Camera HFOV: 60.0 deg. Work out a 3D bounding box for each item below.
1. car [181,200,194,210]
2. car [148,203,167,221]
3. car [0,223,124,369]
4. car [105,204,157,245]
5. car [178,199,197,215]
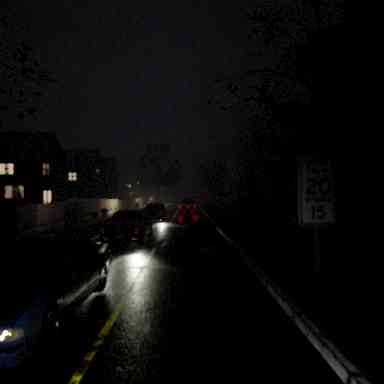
[{"bbox_3d":[-0.628,1.909,48.522,1.895,1.301,4.718,0,0,0],"label":"car"},{"bbox_3d":[-3.214,1.677,29.100,1.882,1.535,5.008,0,0,-1],"label":"car"},{"bbox_3d":[-2.923,1.604,6.424,2.033,1.411,5.357,0,0,-1],"label":"car"},{"bbox_3d":[-3.051,1.596,16.300,1.882,1.535,5.008,0,0,-1],"label":"car"},{"bbox_3d":[-0.491,1.591,37.791,2.097,1.767,4.553,0,0,-1],"label":"car"}]
